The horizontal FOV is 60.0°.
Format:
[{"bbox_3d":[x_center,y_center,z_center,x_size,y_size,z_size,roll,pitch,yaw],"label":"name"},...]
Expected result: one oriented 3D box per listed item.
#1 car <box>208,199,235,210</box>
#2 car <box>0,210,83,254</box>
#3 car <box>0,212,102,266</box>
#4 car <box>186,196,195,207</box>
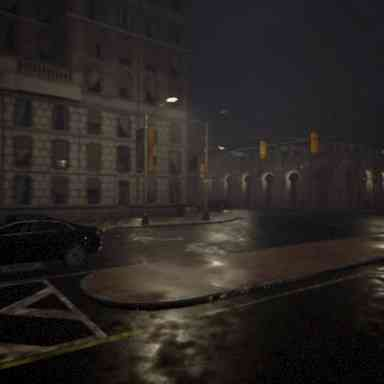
[{"bbox_3d":[4.077,1.796,48.313,1.837,1.490,4.892,1,0,-36],"label":"car"},{"bbox_3d":[-6.928,1.539,13.144,4.674,1.442,1.812,1,0,-35],"label":"car"},{"bbox_3d":[-5.229,1.502,10.060,4.902,1.511,2.128,1,0,-35],"label":"car"},{"bbox_3d":[-1.422,1.766,56.050,1.882,1.535,5.008,1,0,-35],"label":"car"}]
